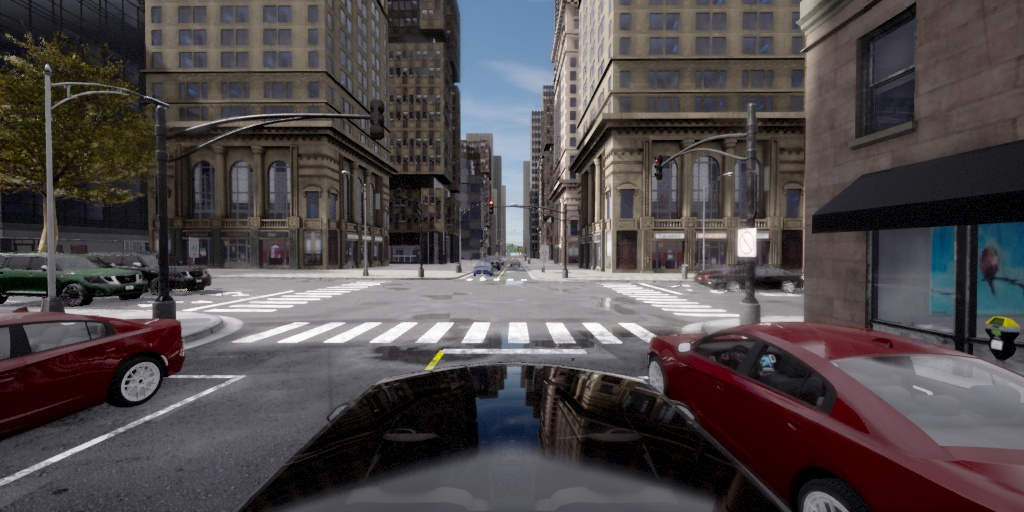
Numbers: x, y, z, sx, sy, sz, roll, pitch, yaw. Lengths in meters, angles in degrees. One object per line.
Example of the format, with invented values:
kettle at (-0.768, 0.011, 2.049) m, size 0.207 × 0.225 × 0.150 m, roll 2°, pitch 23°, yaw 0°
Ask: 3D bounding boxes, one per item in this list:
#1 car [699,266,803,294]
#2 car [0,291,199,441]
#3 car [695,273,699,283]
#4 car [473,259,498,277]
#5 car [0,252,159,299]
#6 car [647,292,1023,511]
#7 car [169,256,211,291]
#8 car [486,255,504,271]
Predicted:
car at (14.167, 1.329, 21.100) m, size 5.008 × 1.535 × 1.882 m, roll 0°, pitch 1°, yaw 1°
car at (-5.754, 1.295, 3.466) m, size 1.888 × 1.381 × 4.507 m, roll 0°, pitch 0°, yaw 0°
car at (14.771, 1.373, 24.345) m, size 4.181 × 1.385 × 1.994 m, roll 0°, pitch 1°, yaw 1°
car at (-2.797, 1.290, 36.247) m, size 2.033 × 1.411 × 5.357 m, roll 0°, pitch 0°, yaw 0°
car at (-18.405, 0.898, 14.692) m, size 5.566 × 2.045 × 2.150 m, roll 1°, pitch 1°, yaw 1°
car at (2.771, 1.294, 3.396) m, size 1.888 × 1.381 × 4.507 m, roll 0°, pitch 0°, yaw 0°
car at (-18.397, 0.850, 17.941) m, size 5.566 × 2.045 × 2.150 m, roll 1°, pitch 1°, yaw 1°
car at (-2.663, 0.957, 49.321) m, size 2.150 × 2.045 × 5.566 m, roll 0°, pitch 1°, yaw 1°
